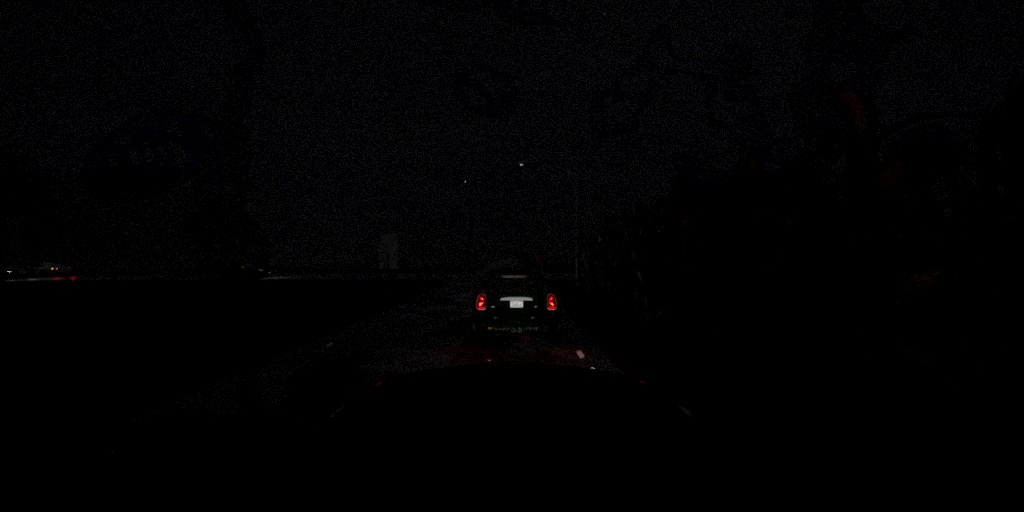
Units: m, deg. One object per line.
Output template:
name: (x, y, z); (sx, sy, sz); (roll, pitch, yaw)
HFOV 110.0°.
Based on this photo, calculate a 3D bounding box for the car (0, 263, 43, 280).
car: (-48.074, 1.446, 33.628); (4.902, 1.511, 2.128); (-1, 2, 0)

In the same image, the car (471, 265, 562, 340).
car: (0.110, 1.091, 10.062); (2.097, 1.767, 4.553); (0, 0, 0)

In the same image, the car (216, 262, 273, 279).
car: (-25.049, 1.329, 33.597); (4.674, 1.442, 1.812); (0, 2, 0)

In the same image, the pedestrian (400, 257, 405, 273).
pedestrian: (-12.096, 0.959, 39.584); (0.375, 1.860, 0.375); (0, 2, 0)

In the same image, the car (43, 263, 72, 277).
car: (-47.780, 1.399, 36.470); (4.674, 1.442, 1.812); (-1, 2, 0)
